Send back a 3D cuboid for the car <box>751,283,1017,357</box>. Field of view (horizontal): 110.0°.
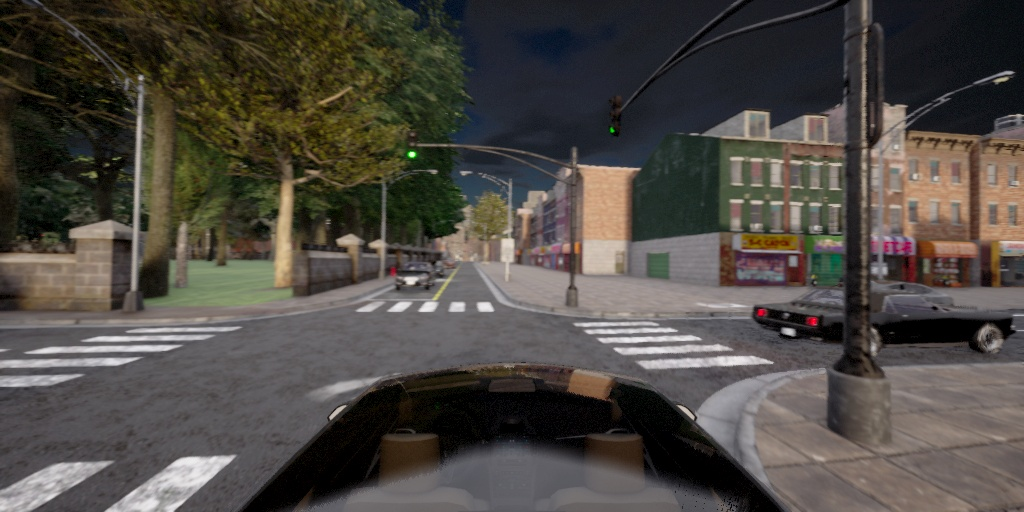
[{"bbox_3d":[8.201,1.381,8.064,4.718,1.301,1.895,1,-1,-7],"label":"car"}]

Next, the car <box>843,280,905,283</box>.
[{"bbox_3d":[11.053,1.417,11.069,4.313,1.339,1.948,0,0,-7],"label":"car"}]

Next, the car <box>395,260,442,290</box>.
[{"bbox_3d":[-5.509,1.103,20.885,2.128,1.511,4.902,1,0,-7],"label":"car"}]

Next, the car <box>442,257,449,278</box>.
[{"bbox_3d":[-6.792,1.085,31.248,1.837,1.490,4.892,1,0,-7],"label":"car"}]

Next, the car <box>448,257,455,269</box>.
[{"bbox_3d":[-9.196,0.902,51.038,2.097,1.767,4.553,1,0,-7],"label":"car"}]
